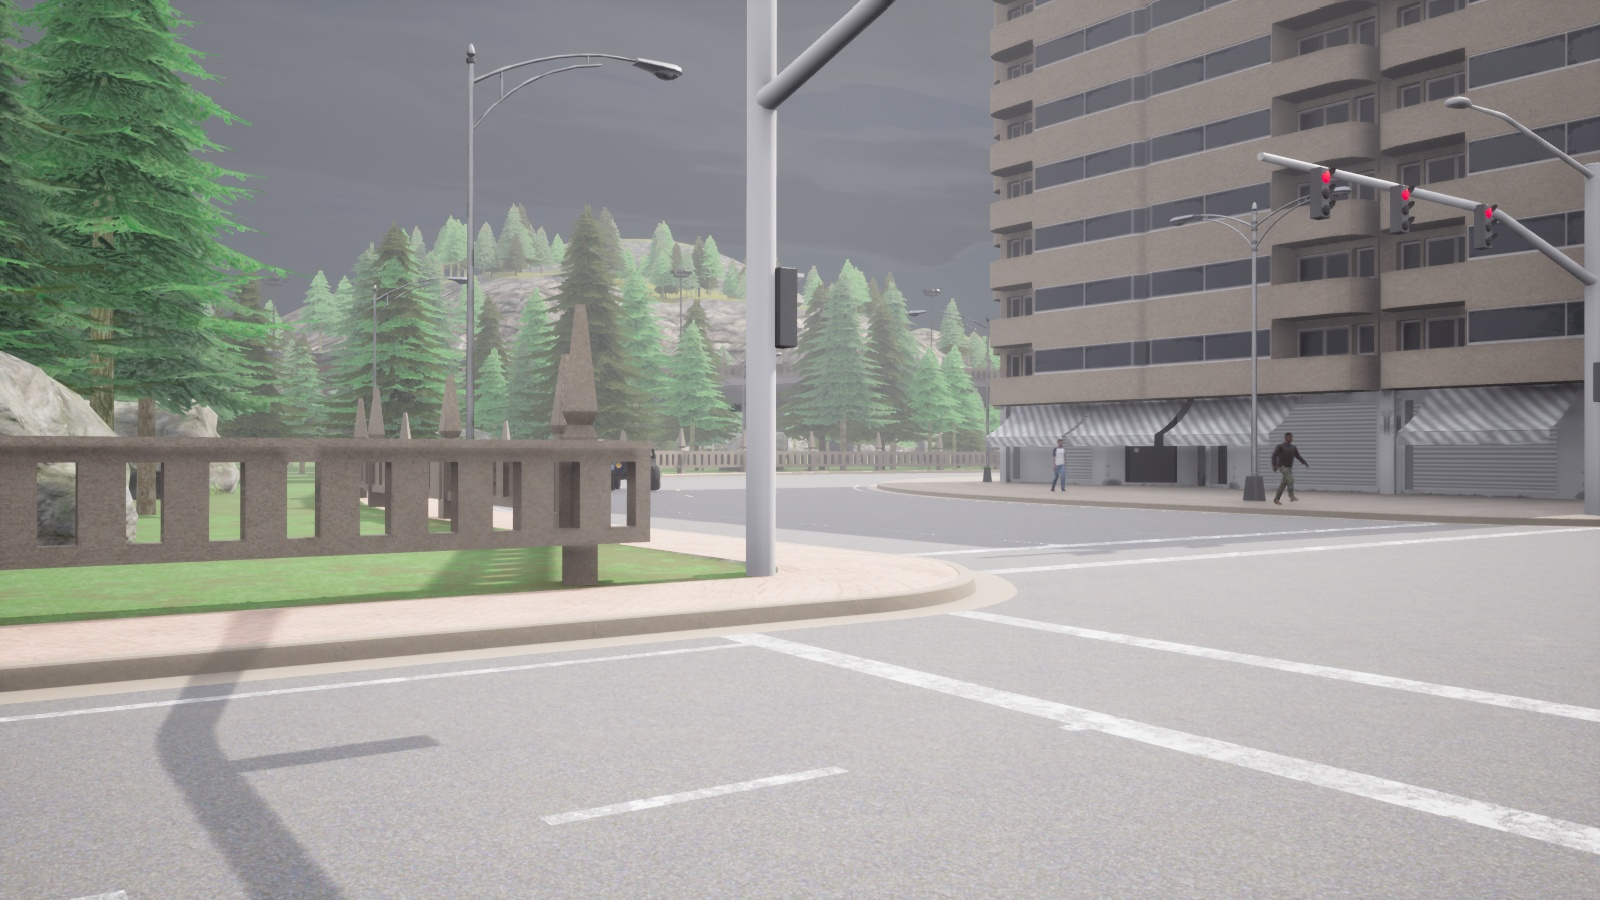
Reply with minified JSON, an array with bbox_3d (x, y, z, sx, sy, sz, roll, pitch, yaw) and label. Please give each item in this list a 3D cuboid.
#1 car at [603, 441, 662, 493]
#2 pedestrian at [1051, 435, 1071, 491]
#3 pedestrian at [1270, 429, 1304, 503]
[{"bbox_3d":[-6.338,0.616,47.799,1.905,1.878,3.866,0,0,-3],"label":"car"},{"bbox_3d":[8.709,0.427,41.949,0.354,1.836,0.706,0,0,-18],"label":"pedestrian"},{"bbox_3d":[12.110,0.394,31.234,0.431,1.840,0.703,0,0,-19],"label":"pedestrian"}]
